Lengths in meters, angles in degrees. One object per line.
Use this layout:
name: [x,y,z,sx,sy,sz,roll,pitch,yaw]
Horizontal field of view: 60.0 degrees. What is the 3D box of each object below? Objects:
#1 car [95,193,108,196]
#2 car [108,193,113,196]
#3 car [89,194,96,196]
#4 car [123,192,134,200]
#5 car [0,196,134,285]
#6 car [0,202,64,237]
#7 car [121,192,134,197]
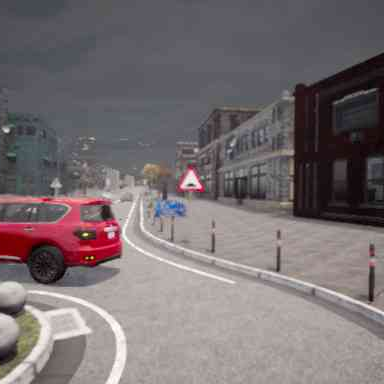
car: [-11.848,1.004,40.769,1.882,1.535,5.008,1,1,-8]
car: [-13.889,0.831,54.461,1.812,1.442,4.674,1,0,-8]
car: [-10.260,1.243,30.227,1.837,1.490,4.892,1,1,-8]
car: [-12.565,0.792,66.031,1.812,1.442,4.674,1,0,-9]
car: [-4.712,1.165,9.285,5.566,2.045,2.150,1,-2,14]
car: [-8.591,1.400,18.188,1.812,1.442,4.674,1,0,-6]
car: [-10.923,0.896,55.901,2.033,1.411,5.357,1,0,-8]
